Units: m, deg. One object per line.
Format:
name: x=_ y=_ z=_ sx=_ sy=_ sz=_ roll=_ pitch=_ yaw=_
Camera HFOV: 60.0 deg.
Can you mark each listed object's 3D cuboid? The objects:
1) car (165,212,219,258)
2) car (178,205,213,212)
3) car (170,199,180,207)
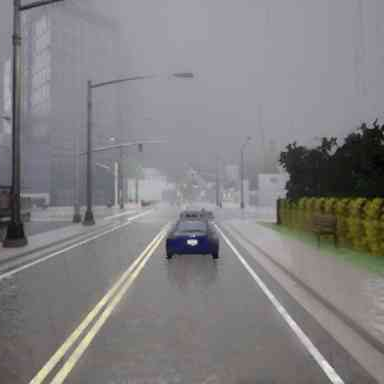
car: x=0.023 y=1.714 z=13.492 sx=1.994 sy=1.385 sz=4.181 roll=0 pitch=-1 yaw=0
car: x=0.531 y=1.911 z=28.016 sx=1.895 sy=1.301 sz=4.718 roll=0 pitch=-1 yaw=15
car: x=-3.485 y=2.295 z=70.283 sx=2.128 sy=1.511 sz=4.902 roll=0 pitch=-1 yaw=0
